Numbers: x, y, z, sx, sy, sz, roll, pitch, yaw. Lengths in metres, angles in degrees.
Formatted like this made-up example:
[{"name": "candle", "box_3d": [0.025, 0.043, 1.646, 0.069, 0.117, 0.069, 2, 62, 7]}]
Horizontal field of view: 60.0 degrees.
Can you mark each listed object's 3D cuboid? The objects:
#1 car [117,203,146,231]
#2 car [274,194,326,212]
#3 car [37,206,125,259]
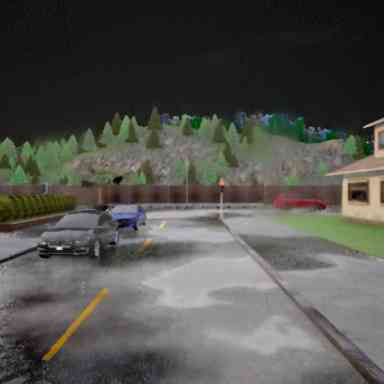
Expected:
[{"name": "car", "box_3d": [-4.031, 1.472, 20.798, 1.882, 1.535, 5.008, 0, 0, 0]}, {"name": "car", "box_3d": [12.079, 1.192, 37.372, 5.566, 2.045, 2.150, 0, 0, 4]}, {"name": "car", "box_3d": [-4.096, 1.502, 12.709, 1.837, 1.490, 4.892, 0, 0, 0]}]
